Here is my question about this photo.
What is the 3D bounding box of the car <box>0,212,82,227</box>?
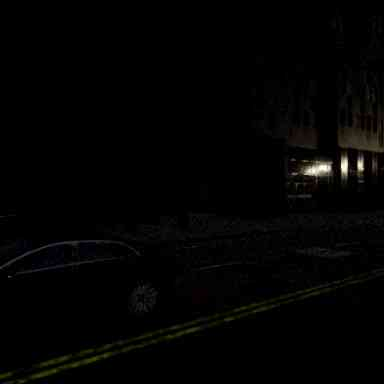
[{"bbox_3d":[-4.679,1.352,8.333,4.553,1.767,2.097,0,0,-35],"label":"car"}]

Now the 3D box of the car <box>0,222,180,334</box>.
[{"bbox_3d":[-2.550,1.491,5.858,4.902,1.511,2.128,0,0,-35],"label":"car"}]
